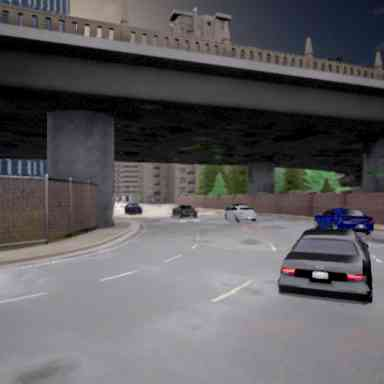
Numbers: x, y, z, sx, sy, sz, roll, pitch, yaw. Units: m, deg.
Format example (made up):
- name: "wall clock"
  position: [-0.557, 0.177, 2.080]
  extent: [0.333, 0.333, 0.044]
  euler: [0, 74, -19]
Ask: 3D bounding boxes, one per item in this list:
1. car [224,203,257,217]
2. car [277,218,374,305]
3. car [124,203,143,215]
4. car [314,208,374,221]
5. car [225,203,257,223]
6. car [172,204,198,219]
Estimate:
- name: "car"
  position: [5.549, 2.080, 39.001]
  extent: [1.837, 1.490, 4.892]
  euler: [0, -1, -18]
- name: "car"
  position: [3.561, 1.658, 8.581]
  extent: [2.033, 1.411, 5.357]
  euler: [-1, -1, 26]
- name: "car"
  position: [-7.980, 2.274, 45.298]
  extent: [1.882, 1.535, 5.008]
  euler: [0, -1, -20]
- name: "car"
  position: [9.064, 1.726, 20.324]
  extent: [1.882, 1.535, 5.008]
  euler: [0, -1, 0]
- name: "car"
  position: [4.415, 1.975, 30.401]
  extent: [1.812, 1.442, 4.674]
  euler: [0, -1, -12]
- name: "car"
  position: [-0.813, 2.085, 35.677]
  extent: [1.837, 1.490, 4.892]
  euler: [0, -1, -18]
